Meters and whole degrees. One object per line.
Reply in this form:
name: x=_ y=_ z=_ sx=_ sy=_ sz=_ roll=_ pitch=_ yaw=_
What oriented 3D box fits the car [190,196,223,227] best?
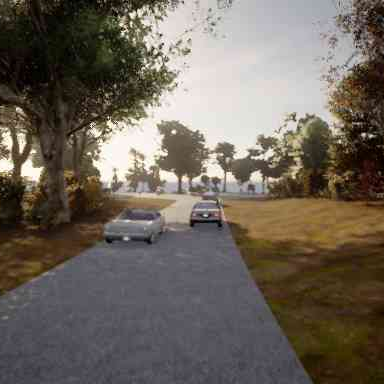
car: x=0.871 y=1.219 z=20.241 sx=2.033 sy=1.411 sz=5.357 roll=0 pitch=2 yaw=3

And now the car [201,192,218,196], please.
car: x=2.032 y=0.675 z=38.228 sx=1.812 sy=1.442 sz=4.674 roll=0 pitch=2 yaw=4

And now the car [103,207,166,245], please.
car: x=-2.350 y=1.398 z=14.650 sx=1.895 sy=1.301 sz=4.718 roll=1 pitch=2 yaw=3
